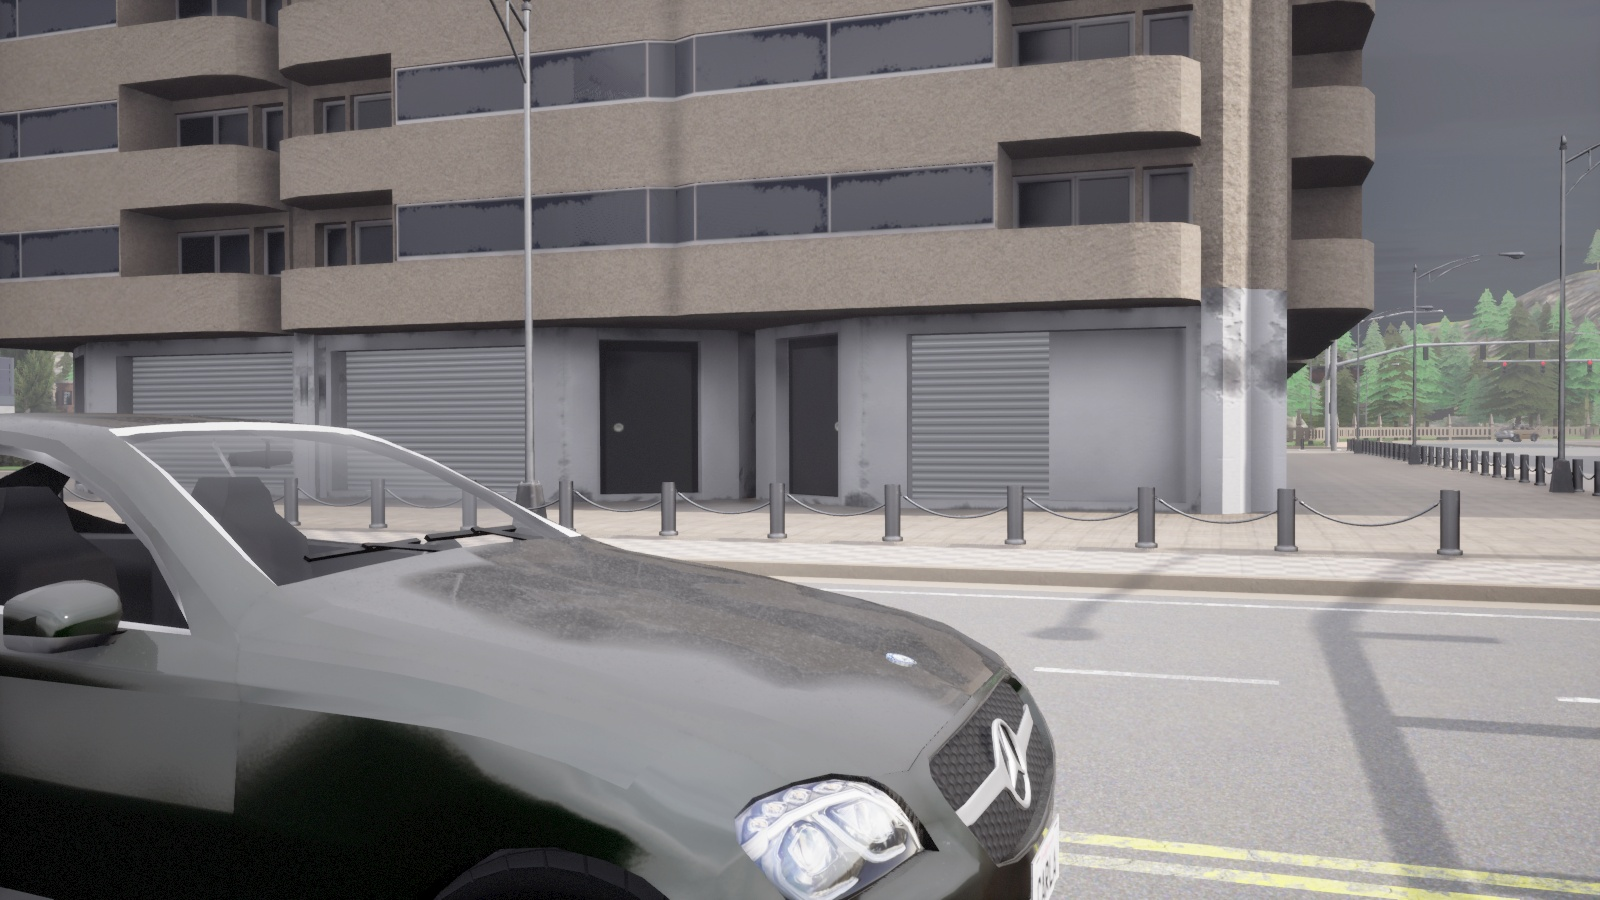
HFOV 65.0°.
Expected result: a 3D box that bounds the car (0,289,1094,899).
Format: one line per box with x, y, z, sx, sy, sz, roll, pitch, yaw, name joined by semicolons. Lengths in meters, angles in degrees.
-1.794;0.538;3.794;5.027;1.651;2.152;1;1;19;car
